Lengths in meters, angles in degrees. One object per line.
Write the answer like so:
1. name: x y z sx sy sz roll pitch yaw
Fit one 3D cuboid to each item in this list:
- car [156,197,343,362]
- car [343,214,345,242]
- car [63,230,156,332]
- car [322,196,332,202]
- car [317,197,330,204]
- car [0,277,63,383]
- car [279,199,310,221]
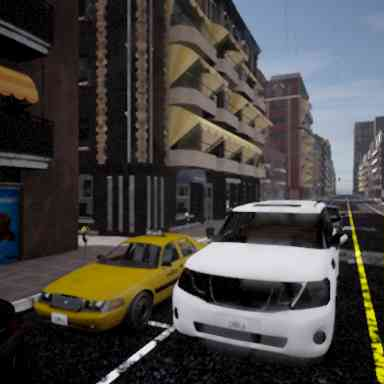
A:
1. car: 1.693 1.222 6.496 2.150 2.045 5.566 0 0 25
2. car: 7.333 1.509 18.452 1.837 1.490 4.892 0 0 25
3. car: -0.917 1.526 7.023 1.752 1.417 4.829 0 0 25
4. car: 30.579 1.630 75.332 1.802 1.307 4.206 0 0 25
5. car: 25.209 1.586 63.584 2.008 1.369 4.403 0 0 25
6. car: -3.214 1.566 2.049 1.947 1.339 4.313 0 0 25
7. car: 8.629 1.448 27.689 1.967 1.590 4.097 0 0 25
